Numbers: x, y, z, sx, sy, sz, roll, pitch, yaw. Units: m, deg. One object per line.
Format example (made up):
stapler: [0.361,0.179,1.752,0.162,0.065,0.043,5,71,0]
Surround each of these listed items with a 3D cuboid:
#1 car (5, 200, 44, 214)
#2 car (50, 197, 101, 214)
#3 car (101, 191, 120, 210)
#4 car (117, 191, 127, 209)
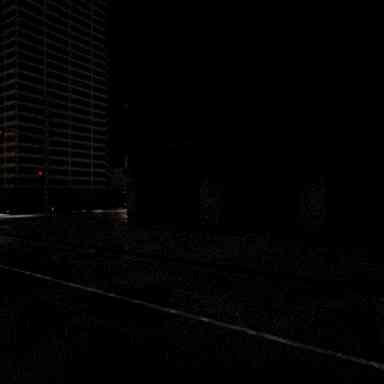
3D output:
car: [-17.091,1.547,35.868,2.033,1.411,5.357,0,0,35]
car: [-12.779,1.491,35.916,2.128,1.511,4.902,0,0,35]
car: [-10.963,1.221,44.590,2.150,2.045,5.566,0,0,35]
car: [-6.815,1.221,44.397,2.150,2.045,5.566,0,0,36]
